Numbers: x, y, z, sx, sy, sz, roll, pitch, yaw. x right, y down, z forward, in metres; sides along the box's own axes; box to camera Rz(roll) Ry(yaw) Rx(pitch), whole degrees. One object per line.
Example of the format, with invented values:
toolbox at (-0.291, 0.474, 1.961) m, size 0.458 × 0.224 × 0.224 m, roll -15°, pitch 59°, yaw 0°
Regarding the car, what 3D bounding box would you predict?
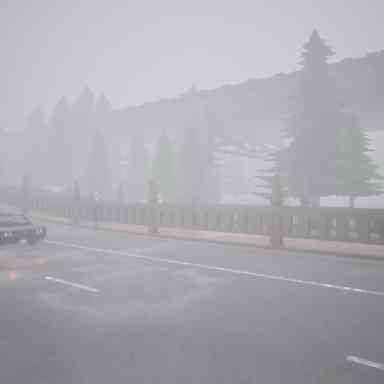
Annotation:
car at (-8.281, 1.549, 14.076) m, size 4.718 × 1.301 × 1.895 m, roll 2°, pitch 1°, yaw 35°
